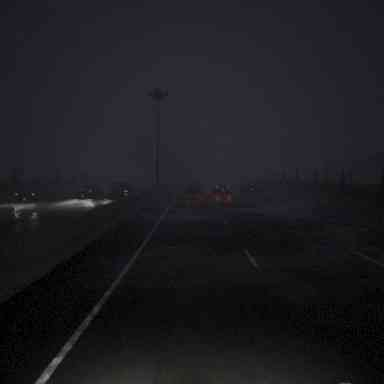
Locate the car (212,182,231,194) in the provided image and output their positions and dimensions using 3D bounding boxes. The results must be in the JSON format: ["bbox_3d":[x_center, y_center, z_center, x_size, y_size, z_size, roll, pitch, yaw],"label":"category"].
[{"bbox_3d":[3.656,-0.582,41.572,1.812,1.442,4.674,0,3,0],"label":"car"}]

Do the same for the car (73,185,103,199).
[{"bbox_3d":[-10.550,-0.078,34.269,1.895,1.301,4.718,0,3,0],"label":"car"}]

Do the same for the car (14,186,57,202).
[{"bbox_3d":[-14.057,0.167,30.102,1.895,1.301,4.718,0,3,0],"label":"car"}]

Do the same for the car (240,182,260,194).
[{"bbox_3d":[7.155,-0.523,41.226,1.994,1.385,4.181,0,3,0],"label":"car"}]

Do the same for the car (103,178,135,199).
[{"bbox_3d":[-7.050,-0.269,33.302,2.097,1.767,4.553,0,3,0],"label":"car"}]

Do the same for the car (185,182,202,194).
[{"bbox_3d":[0.156,-0.578,41.513,1.812,1.442,4.674,0,3,0],"label":"car"}]

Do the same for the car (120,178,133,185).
[{"bbox_3d":[-13.900,-2.298,71.164,1.837,1.490,4.892,0,1,0],"label":"car"}]
